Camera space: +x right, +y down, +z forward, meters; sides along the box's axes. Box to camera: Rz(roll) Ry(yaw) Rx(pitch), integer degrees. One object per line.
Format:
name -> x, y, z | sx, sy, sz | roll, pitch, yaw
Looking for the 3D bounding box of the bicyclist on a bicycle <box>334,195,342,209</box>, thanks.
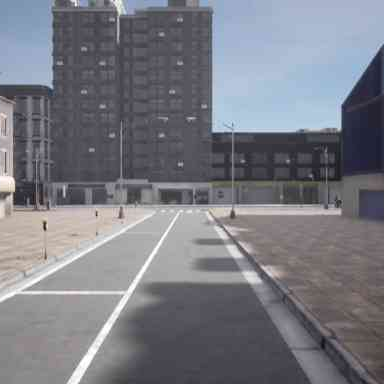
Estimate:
bicyclist on a bicycle -> 17.358, 1.244, 39.588 | 0.582, 1.620, 1.656 | 0, 0, 0
